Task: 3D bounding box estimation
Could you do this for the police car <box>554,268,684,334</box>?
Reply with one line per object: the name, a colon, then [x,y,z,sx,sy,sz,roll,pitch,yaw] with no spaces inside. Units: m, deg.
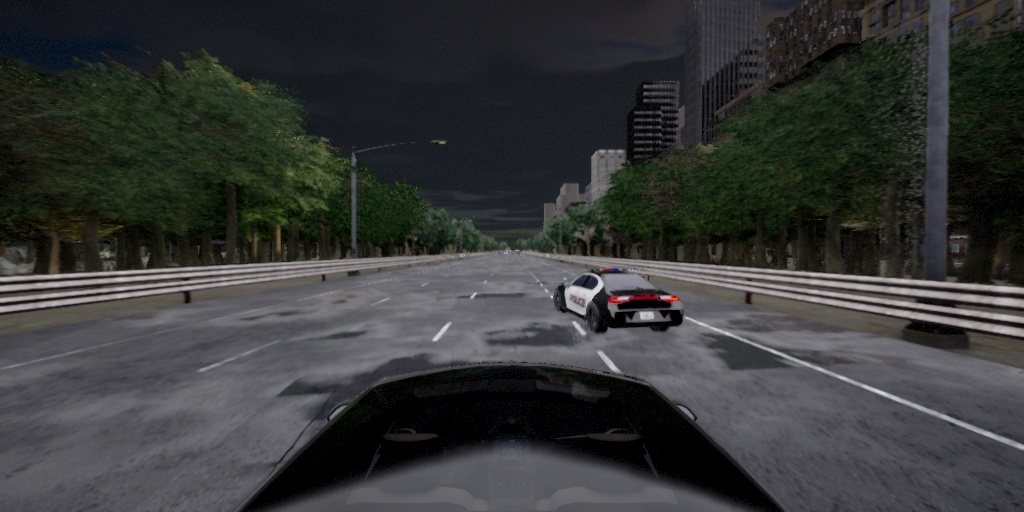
police car: [2.665,1.140,10.444,2.038,1.542,4.974,0,1,-9]
